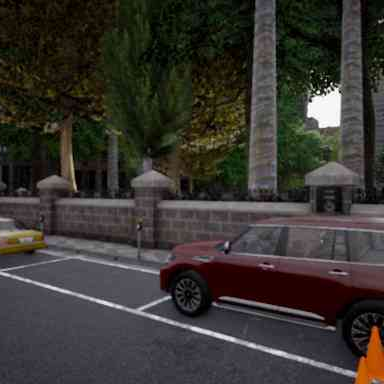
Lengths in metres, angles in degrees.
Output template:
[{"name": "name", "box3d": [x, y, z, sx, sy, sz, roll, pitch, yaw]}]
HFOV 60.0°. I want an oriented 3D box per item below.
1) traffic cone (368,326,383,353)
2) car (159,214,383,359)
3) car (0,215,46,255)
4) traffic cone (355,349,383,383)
[{"name": "traffic cone", "box3d": [2.253, 1.941, 4.093, 0.340, 0.580, 0.340, 0, 6, 29]}, {"name": "car", "box3d": [1.774, 1.316, 5.789, 5.009, 1.841, 2.192, 0, 0, 35]}, {"name": "car", "box3d": [-7.294, 1.523, 12.163, 4.829, 1.417, 1.752, 0, 0, 35]}, {"name": "traffic cone", "box3d": [1.719, 1.956, 3.337, 0.340, 0.580, 0.340, 0, 0, 35]}]
